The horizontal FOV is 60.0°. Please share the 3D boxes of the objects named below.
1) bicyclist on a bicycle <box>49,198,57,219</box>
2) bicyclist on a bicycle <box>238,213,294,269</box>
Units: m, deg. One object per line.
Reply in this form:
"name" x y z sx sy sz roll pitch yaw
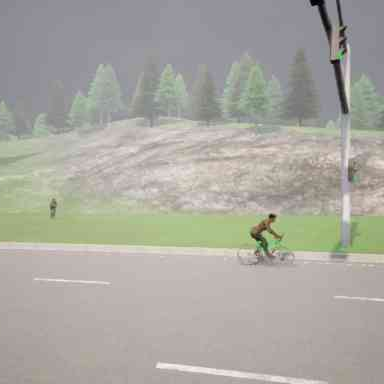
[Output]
"bicyclist on a bicycle" -10.879 1.312 26.078 0.582 1.620 1.656 0 -2 -7
"bicyclist on a bicycle" 2.199 1.455 9.892 1.656 1.620 0.582 2 1 15
